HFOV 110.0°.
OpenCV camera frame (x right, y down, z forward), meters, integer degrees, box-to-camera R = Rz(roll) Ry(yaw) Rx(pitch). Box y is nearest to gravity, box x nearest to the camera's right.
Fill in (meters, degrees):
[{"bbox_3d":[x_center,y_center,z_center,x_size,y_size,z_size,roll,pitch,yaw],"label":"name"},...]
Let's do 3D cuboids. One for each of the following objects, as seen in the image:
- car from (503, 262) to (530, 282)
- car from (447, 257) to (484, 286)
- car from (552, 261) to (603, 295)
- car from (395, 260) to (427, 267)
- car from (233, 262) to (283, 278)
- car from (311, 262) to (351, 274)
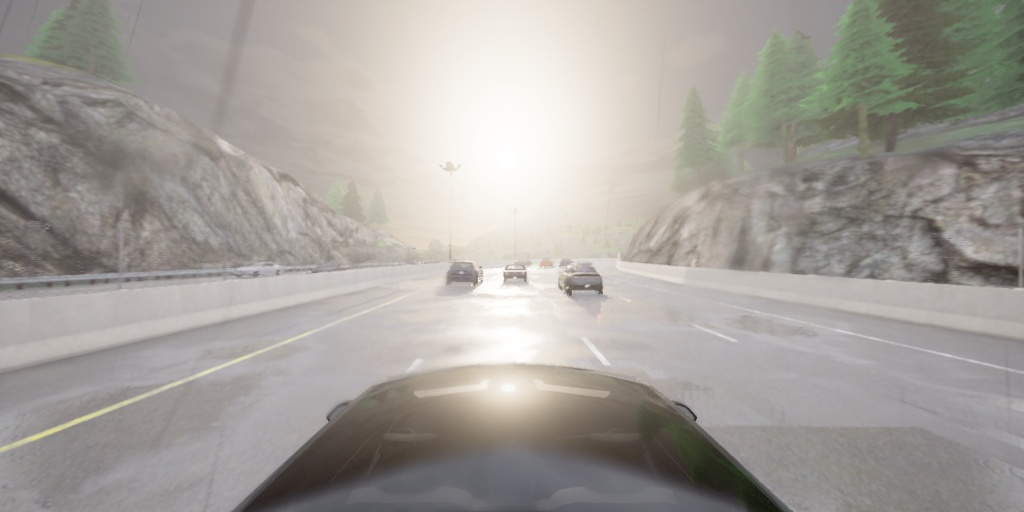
[{"bbox_3d":[0.339,1.358,29.350,1.895,1.301,4.718,0,0,3],"label":"car"},{"bbox_3d":[-3.242,1.109,25.731,2.097,1.767,4.553,0,0,2],"label":"car"},{"bbox_3d":[3.636,1.246,19.576,2.128,1.511,4.902,0,0,1],"label":"car"},{"bbox_3d":[-12.513,1.252,43.316,2.128,1.511,4.902,0,0,8],"label":"car"},{"bbox_3d":[-23.972,1.283,34.128,1.812,1.442,4.674,0,0,5],"label":"car"},{"bbox_3d":[-16.968,1.322,33.893,1.994,1.385,4.181,0,0,4],"label":"car"}]
